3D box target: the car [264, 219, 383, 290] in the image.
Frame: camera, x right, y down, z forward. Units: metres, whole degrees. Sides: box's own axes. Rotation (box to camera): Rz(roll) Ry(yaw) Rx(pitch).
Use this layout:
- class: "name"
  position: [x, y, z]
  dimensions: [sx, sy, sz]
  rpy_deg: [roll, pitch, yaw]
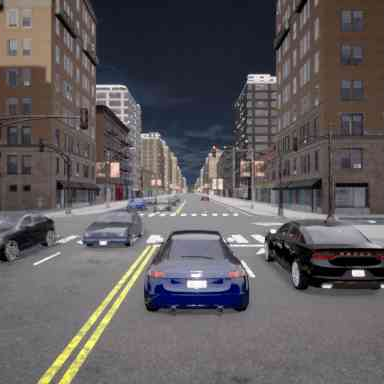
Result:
- class: "car"
  position: [3.331, 1.478, 9.137]
  dimensions: [1.882, 1.535, 5.008]
  rpy_deg: [0, 0, 0]

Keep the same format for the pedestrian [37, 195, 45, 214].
- class: "pedestrian"
  position: [-14.166, 1.169, 31.071]
  dimensions: [0.375, 1.860, 0.375]
  rpy_deg: [0, 0, 0]

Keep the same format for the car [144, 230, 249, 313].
- class: "car"
  position: [0.082, 1.564, 7.759]
  dimensions: [1.994, 1.385, 4.181]
  rpy_deg: [0, 0, 0]

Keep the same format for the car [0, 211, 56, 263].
- class: "car"
  position: [-6.609, 1.492, 12.048]
  dimensions: [2.128, 1.511, 4.902]
  rpy_deg: [0, 0, 0]

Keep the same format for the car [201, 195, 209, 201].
- class: "car"
  position: [3.187, 1.465, 80.561]
  dimensions: [1.882, 1.535, 5.008]
  rpy_deg: [0, 0, 0]

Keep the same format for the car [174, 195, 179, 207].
- class: "car"
  position: [-3.385, 1.497, 51.763]
  dimensions: [1.837, 1.490, 4.892]
  rpy_deg: [0, 1, 0]

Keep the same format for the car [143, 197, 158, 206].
- class: "car"
  position: [-6.641, 1.558, 53.853]
  dimensions: [1.994, 1.385, 4.181]
  rpy_deg: [0, 0, -1]

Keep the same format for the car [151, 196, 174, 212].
- class: "car"
  position: [-3.382, 1.525, 38.928]
  dimensions: [1.812, 1.442, 4.674]
  rpy_deg: [0, 0, 0]

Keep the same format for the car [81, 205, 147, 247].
- class: "car"
  position: [-3.362, 1.547, 15.282]
  dimensions: [2.033, 1.411, 5.357]
  rpy_deg: [0, 0, 0]

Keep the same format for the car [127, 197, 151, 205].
- class: "car"
  position: [-6.625, 1.476, 40.502]
  dimensions: [1.882, 1.535, 5.008]
  rpy_deg: [0, 0, 0]
